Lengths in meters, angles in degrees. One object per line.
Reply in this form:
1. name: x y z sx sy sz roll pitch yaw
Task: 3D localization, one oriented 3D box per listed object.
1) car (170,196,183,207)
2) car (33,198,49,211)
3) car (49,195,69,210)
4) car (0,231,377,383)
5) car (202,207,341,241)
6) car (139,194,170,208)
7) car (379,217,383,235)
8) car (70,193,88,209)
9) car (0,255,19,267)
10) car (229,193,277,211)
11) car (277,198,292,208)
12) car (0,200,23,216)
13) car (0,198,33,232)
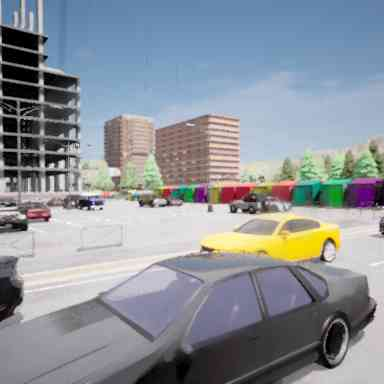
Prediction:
1. car: -2.922 1.310 45.845 1.784 1.438 3.905 -1 0 -37
2. car: -23.192 1.606 49.455 1.970 1.475 3.806 -1 0 -37
3. car: -20.879 1.540 51.196 1.784 1.438 3.905 -1 0 -37
4. car: 0.227 1.539 4.142 5.357 1.411 2.033 -1 0 -36
5. car: 2.503 1.426 10.091 5.008 1.535 1.882 -1 0 -36
6. car: -5.277 1.134 44.154 1.932 1.855 4.605 -1 0 -37
7. car: 10.904 1.314 16.081 4.902 1.511 2.128 -1 0 -35
8. car: -18.769 1.298 52.849 1.932 1.855 4.605 -1 0 -37
9. car: -5.059 1.568 4.617 4.892 1.490 1.837 -1 0 -36
10. car: 5.275 1.025 30.168 1.905 1.878 3.866 -1 0 -37
11. car: 7.598 1.229 31.901 1.970 1.475 3.806 -1 0 -37
12. car: -18.719 1.579 33.921 1.970 1.475 3.806 -1 0 -37
13. car: -10.379 1.261 18.338 1.905 1.878 3.866 -1 0 -37
